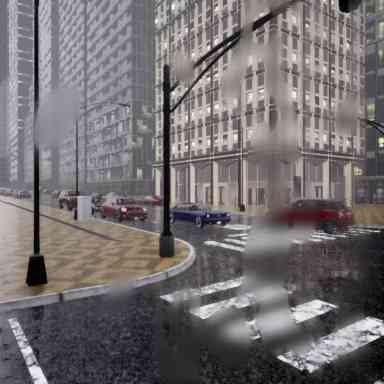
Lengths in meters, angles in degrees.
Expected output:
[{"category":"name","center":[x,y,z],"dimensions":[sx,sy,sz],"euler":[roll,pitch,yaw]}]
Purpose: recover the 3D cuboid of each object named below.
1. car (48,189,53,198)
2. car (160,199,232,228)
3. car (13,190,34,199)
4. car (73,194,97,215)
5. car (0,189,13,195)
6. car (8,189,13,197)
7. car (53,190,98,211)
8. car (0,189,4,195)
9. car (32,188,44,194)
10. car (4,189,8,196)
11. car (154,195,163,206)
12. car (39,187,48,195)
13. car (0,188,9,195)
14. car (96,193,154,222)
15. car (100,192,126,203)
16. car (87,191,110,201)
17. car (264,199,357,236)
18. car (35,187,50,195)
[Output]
[{"category":"car","center":[-23.108,0.329,58.067],"dimensions":[1.882,1.535,5.008],"euler":[0,1,-36]},{"category":"car","center":[0.218,1.315,19.931],"dimensions":[1.895,1.301,4.718],"euler":[0,1,-35]},{"category":"car","center":[-27.287,0.422,53.981],"dimensions":[1.887,1.381,4.507],"euler":[1,0,-36]},{"category":"car","center":[-7.833,1.103,26.778],"dimensions":[1.802,1.307,4.206],"euler":[1,0,-36]},{"category":"car","center":[-40.258,0.015,72.117],"dimensions":[1.947,1.339,4.313],"euler":[1,0,-36]},{"category":"car","center":[-30.529,0.321,58.515],"dimensions":[2.008,1.369,4.403],"euler":[1,0,-36]},{"category":"car","center":[-11.068,0.729,31.311],"dimensions":[2.192,1.841,5.009],"euler":[1,0,-36]},{"category":"car","center":[-37.015,0.107,67.583],"dimensions":[2.008,1.369,4.403],"euler":[1,0,-36]},{"category":"car","center":[-39.976,-0.213,86.130],"dimensions":[1.947,1.339,4.313],"euler":[1,0,-36]},{"category":"car","center":[-33.772,0.208,63.049],"dimensions":[1.887,1.381,4.507],"euler":[1,0,-36]},{"category":"car","center":[-4.295,0.982,36.237],"dimensions":[1.802,1.307,4.206],"euler":[1,0,-36]},{"category":"car","center":[-33.488,-0.020,77.058],"dimensions":[1.887,1.381,4.507],"euler":[1,0,-36]},{"category":"car","center":[-43.500,-0.113,76.651],"dimensions":[1.887,1.381,4.507],"euler":[1,0,-36]},{"category":"car","center":[-4.586,1.068,22.243],"dimensions":[1.967,1.590,4.097],"euler":[1,0,-36]},{"category":"car","center":[-10.880,0.707,45.447],"dimensions":[1.752,1.417,4.829],"euler":[1,0,-36]},{"category":"car","center":[-14.026,0.643,49.845],"dimensions":[1.947,1.339,4.313],"euler":[1,0,-36]},{"category":"car","center":[6.103,1.163,17.662],"dimensions":[4.553,1.767,2.097],"euler":[1,1,42]},{"category":"car","center":[-36.726,-0.357,81.593],"dimensions":[2.192,1.841,5.009],"euler":[1,0,-36]}]
